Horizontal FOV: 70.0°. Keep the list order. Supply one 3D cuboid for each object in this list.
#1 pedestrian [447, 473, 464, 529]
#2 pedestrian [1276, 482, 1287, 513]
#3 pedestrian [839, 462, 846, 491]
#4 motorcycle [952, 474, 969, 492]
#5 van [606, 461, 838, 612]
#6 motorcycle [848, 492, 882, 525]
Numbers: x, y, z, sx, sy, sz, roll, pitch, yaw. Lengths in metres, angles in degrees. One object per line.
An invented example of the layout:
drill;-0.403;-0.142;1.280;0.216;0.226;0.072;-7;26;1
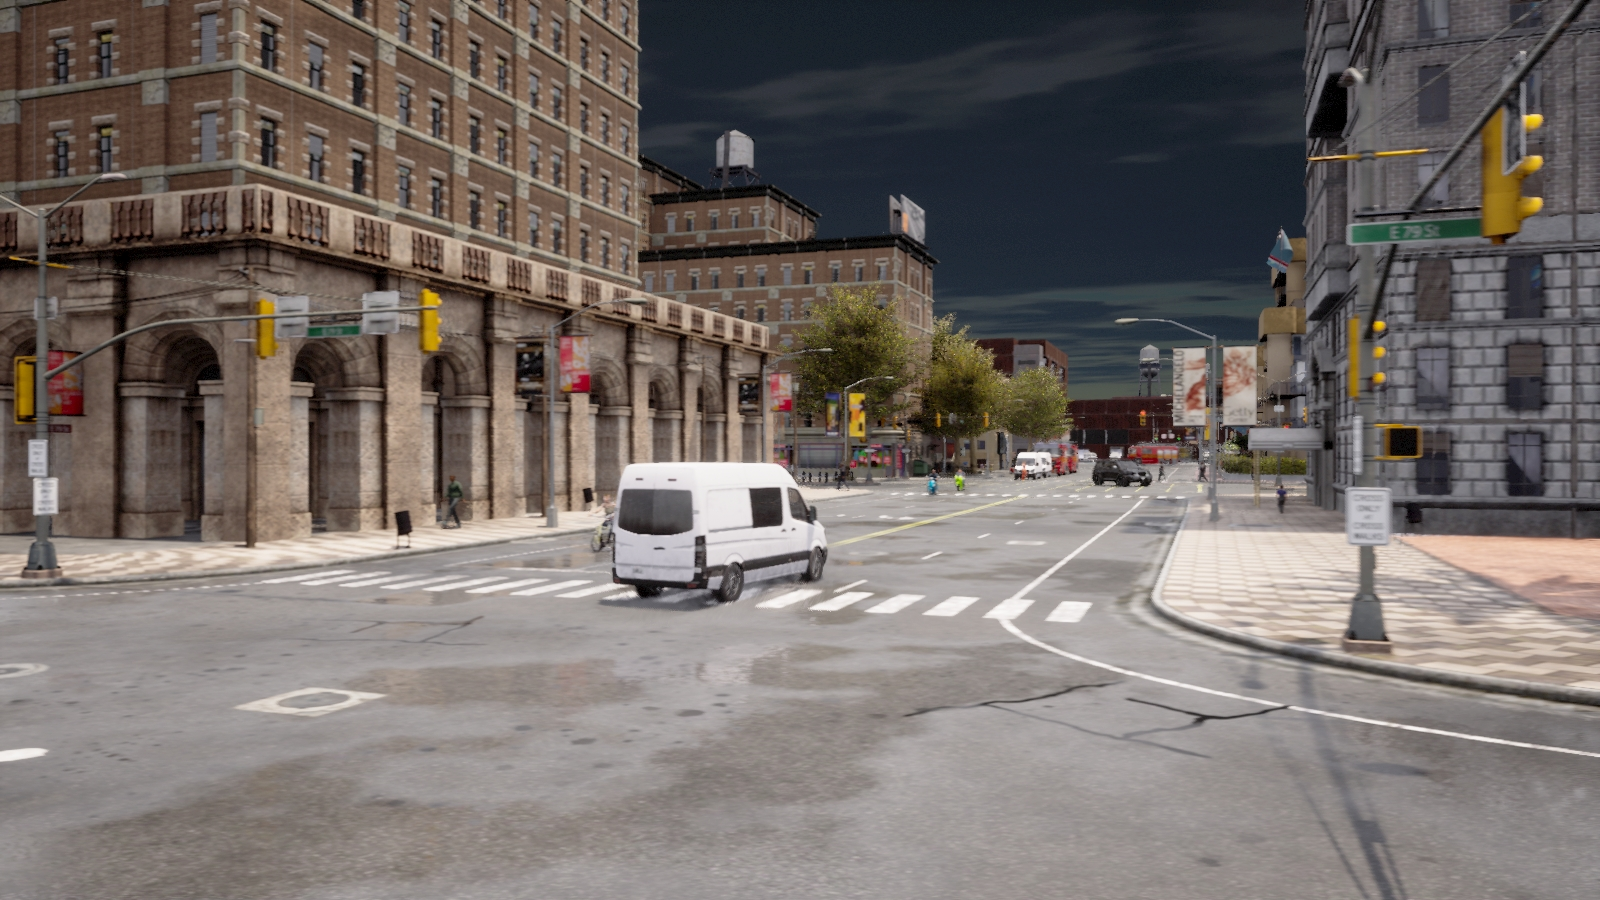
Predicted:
pedestrian;-11.510;1.696;38.149;0.375;1.860;0.375;0;0;27
pedestrian;20.063;1.977;47.626;0.375;1.300;0.375;0;0;12
pedestrian;2.700;1.696;73.178;0.375;1.860;0.375;0;0;17
motorcycle;10.831;2.213;77.075;0.803;1.145;2.033;0;0;19
van;-1.346;1.534;22.918;1.988;2.561;5.915;0;0;25
motorcycle;2.493;2.213;43.569;0.803;1.145;2.033;0;0;18
